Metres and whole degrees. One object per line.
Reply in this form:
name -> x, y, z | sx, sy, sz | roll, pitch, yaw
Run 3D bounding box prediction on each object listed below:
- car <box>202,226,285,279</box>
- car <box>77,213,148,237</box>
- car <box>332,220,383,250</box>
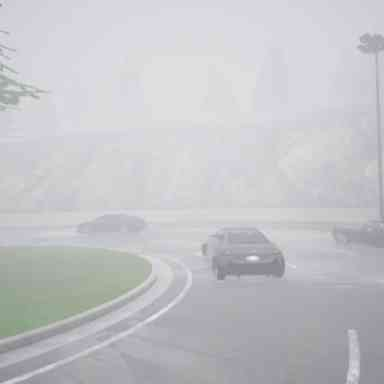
car -> 1.532, 1.824, 11.010 | 1.994, 1.385, 4.181 | -1, -1, -3
car -> -5.449, 2.186, 22.633 | 4.892, 1.490, 1.837 | -1, -3, 15
car -> 8.097, 1.817, 14.069 | 1.895, 1.301, 4.718 | -1, -2, -14
